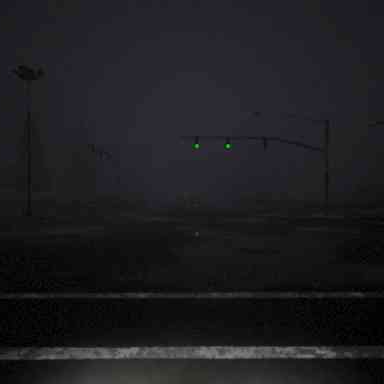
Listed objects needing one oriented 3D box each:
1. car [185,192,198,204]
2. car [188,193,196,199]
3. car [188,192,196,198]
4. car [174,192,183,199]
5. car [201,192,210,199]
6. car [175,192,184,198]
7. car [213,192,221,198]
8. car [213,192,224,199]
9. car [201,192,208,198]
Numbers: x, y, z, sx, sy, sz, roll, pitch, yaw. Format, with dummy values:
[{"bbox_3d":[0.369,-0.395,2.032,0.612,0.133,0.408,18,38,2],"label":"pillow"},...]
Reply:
[{"bbox_3d":[-0.005,1.171,53.330,1.812,1.442,4.674,0,0,0],"label":"car"},{"bbox_3d":[-0.007,0.971,83.938,2.033,1.411,5.357,0,0,0],"label":"car"},{"bbox_3d":[-0.008,0.807,94.357,2.128,1.511,4.902,0,0,0],"label":"car"},{"bbox_3d":[-3.507,0.956,84.354,1.812,1.442,4.674,0,0,0],"label":"car"},{"bbox_3d":[3.493,0.971,83.938,2.033,1.411,5.357,0,0,0],"label":"car"},{"bbox_3d":[-3.508,0.807,94.356,2.128,1.511,4.902,0,0,0],"label":"car"},{"bbox_3d":[6.992,0.807,94.357,1.812,1.442,4.674,0,0,0],"label":"car"},{"bbox_3d":[6.993,0.985,84.355,1.994,1.385,4.181,0,0,0],"label":"car"},{"bbox_3d":[3.492,0.760,94.357,1.882,1.535,5.008,0,0,0],"label":"car"}]
